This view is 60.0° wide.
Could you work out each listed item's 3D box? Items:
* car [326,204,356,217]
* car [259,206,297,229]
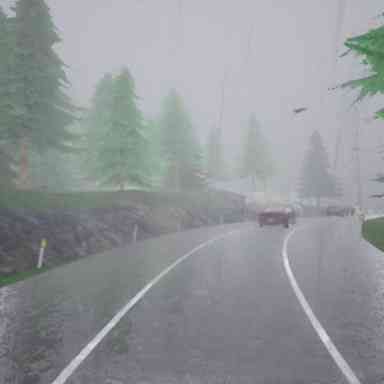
[{"bbox_3d":[17.304,2.102,38.621,4.902,1.511,2.128,2,-6,-44],"label":"car"},{"bbox_3d":[6.176,1.703,23.648,1.882,1.535,5.008,-3,-2,26],"label":"car"}]
